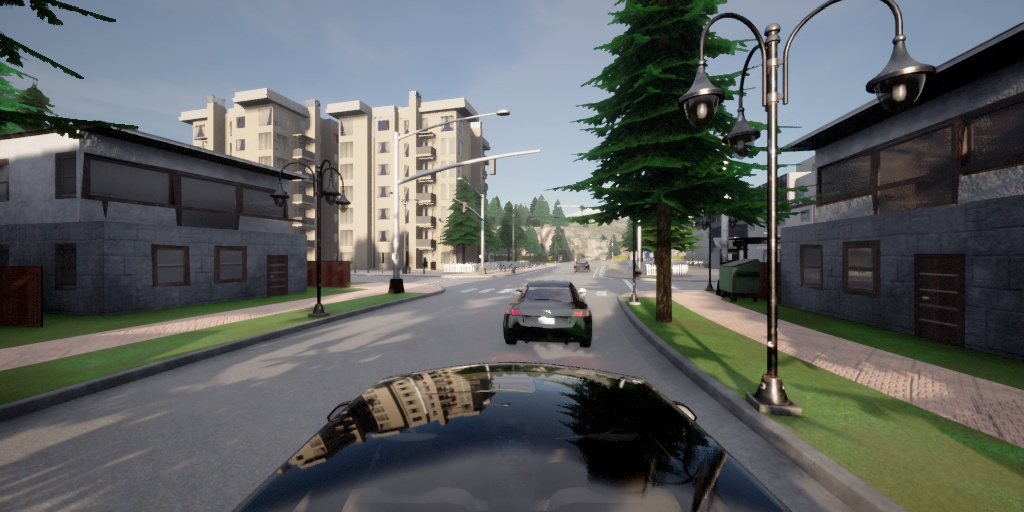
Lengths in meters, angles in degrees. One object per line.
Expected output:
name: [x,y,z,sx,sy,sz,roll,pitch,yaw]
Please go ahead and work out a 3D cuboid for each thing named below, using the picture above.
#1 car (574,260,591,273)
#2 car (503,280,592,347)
car: [8.796,1.279,44.939,2.128,1.511,4.902,0,0,14]
car: [1.008,1.315,9.409,1.994,1.385,4.181,0,0,8]
